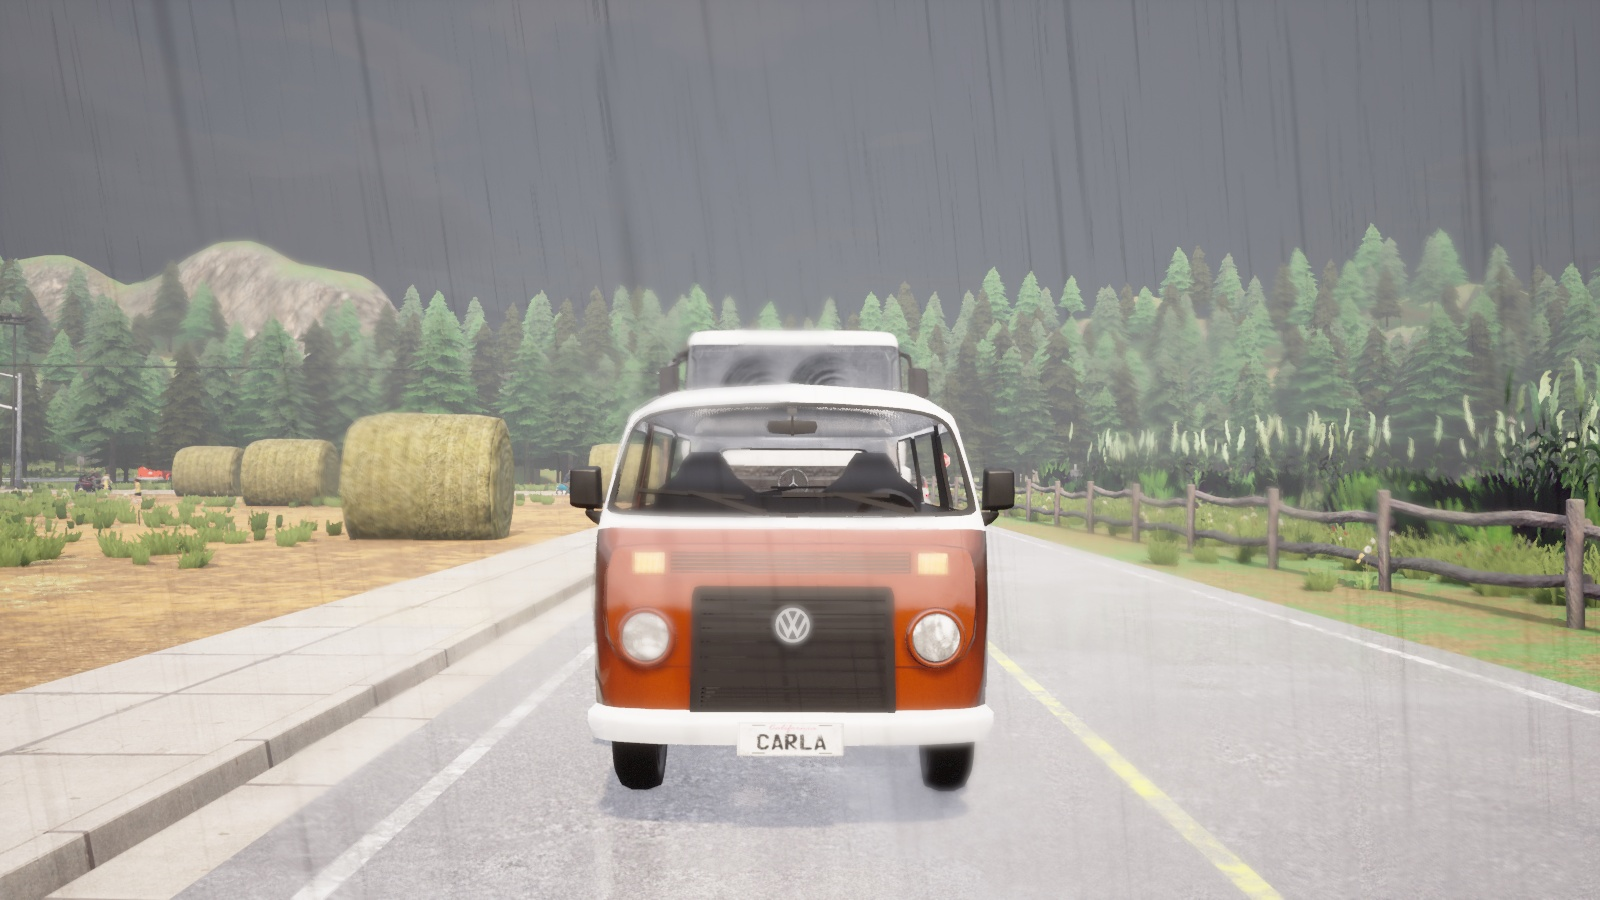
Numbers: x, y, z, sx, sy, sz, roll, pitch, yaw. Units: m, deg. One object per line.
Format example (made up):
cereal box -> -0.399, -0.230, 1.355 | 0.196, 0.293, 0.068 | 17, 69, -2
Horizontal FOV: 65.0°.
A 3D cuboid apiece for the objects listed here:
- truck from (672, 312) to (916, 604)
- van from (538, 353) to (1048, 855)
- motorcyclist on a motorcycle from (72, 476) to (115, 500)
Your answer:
truck -> -0.092, 0.149, 18.903 | 2.891, 3.462, 7.936 | 0, -1, 0
van -> -0.037, 0.662, 7.364 | 2.069, 2.038, 4.480 | 0, -1, 0
motorcyclist on a motorcycle -> -44.225, 2.378, 78.594 | 2.191, 1.530, 0.866 | 0, -1, -3
